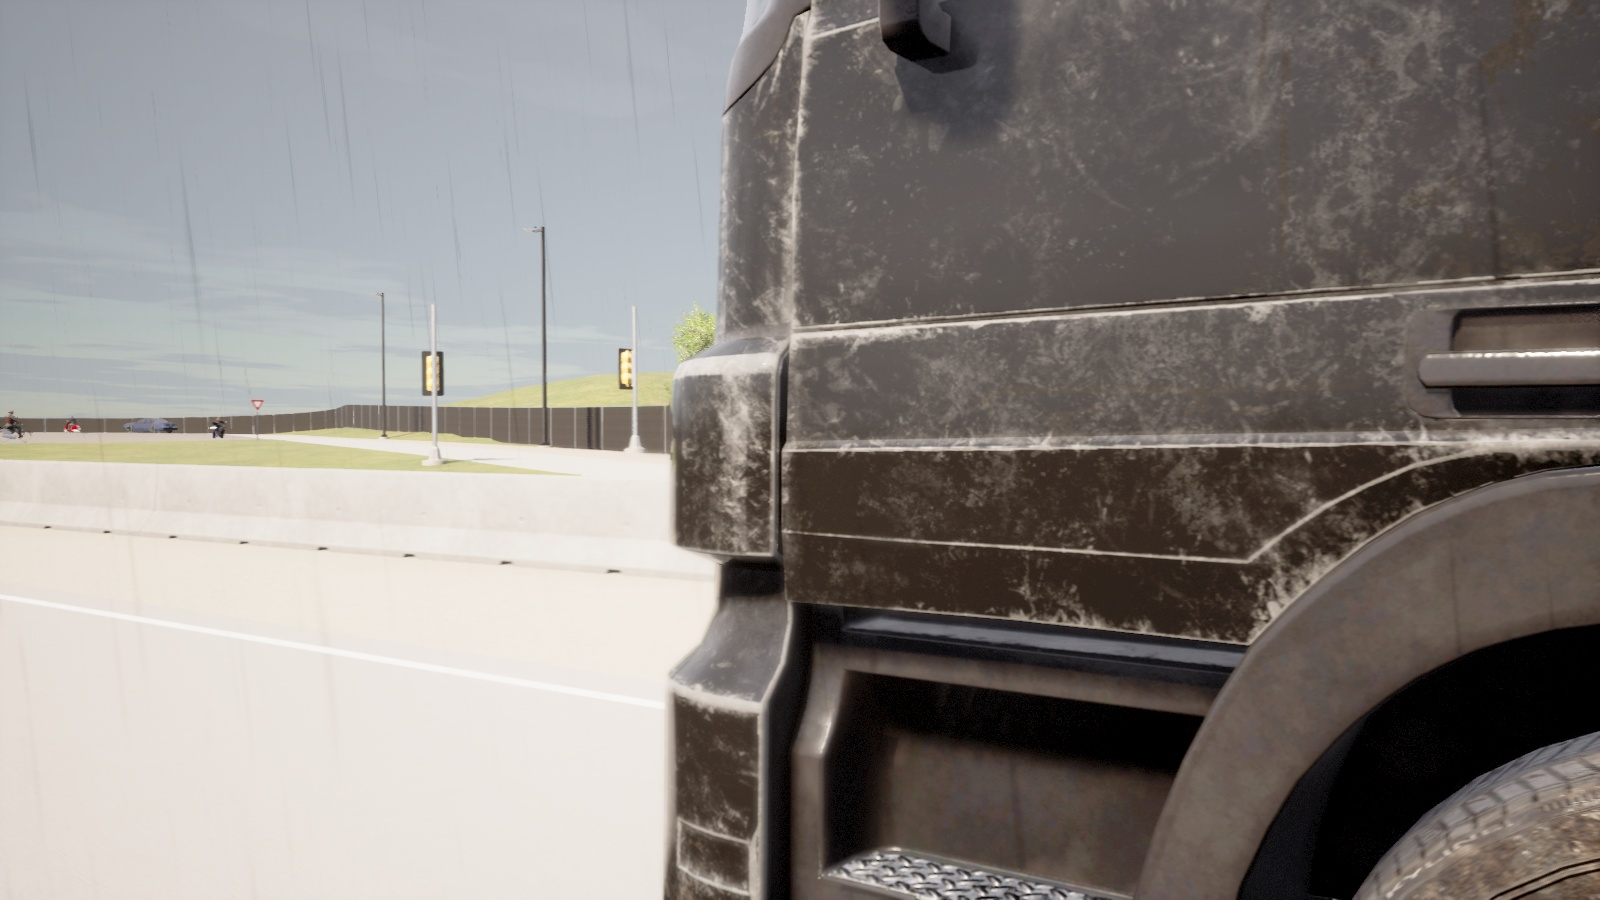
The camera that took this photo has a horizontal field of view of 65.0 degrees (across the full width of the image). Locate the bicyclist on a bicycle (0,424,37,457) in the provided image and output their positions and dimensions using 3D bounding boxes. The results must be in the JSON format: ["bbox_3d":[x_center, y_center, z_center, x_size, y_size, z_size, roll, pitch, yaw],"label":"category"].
[{"bbox_3d":[-42.961,-0.520,68.863,0.659,1.776,1.843,-1,1,24],"label":"bicyclist on a bicycle"}]

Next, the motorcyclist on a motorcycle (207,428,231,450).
[{"bbox_3d":[-40.605,-0.792,87.747,0.866,1.530,2.191,-2,1,-8],"label":"motorcyclist on a motorcycle"}]

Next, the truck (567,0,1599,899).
[{"bbox_3d":[3.715,-0.300,1.136,7.936,3.462,2.891,0,1,34],"label":"truck"}]
